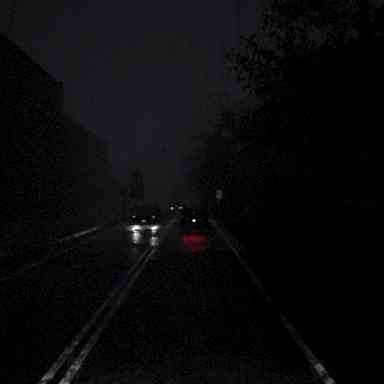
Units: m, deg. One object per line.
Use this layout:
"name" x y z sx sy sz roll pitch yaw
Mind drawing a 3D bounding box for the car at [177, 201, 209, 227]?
"car" 0.128 1.566 23.338 1.837 1.490 4.892 0 0 0

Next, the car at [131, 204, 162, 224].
"car" -3.316 1.625 25.455 2.033 1.411 5.357 0 0 0

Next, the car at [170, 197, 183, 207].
"car" -3.048 1.929 65.842 2.150 2.045 5.566 0 -1 1
